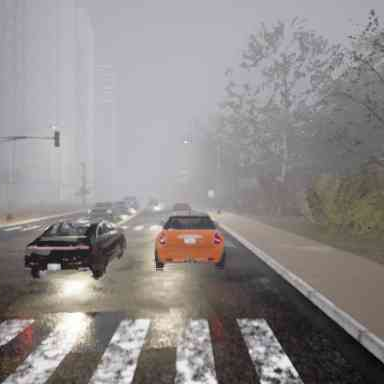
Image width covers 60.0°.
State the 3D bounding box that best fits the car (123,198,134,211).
[{"bbox_3d":[-8.210,1.793,38.497,1.837,1.490,4.892,0,0,-5],"label":"car"}]

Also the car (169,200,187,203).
[{"bbox_3d":[-1.104,1.723,32.995,1.882,1.535,5.008,0,0,-4],"label":"car"}]

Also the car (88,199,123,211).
[{"bbox_3d":[-7.529,1.571,28.567,2.097,1.767,4.553,0,0,-4],"label":"car"}]

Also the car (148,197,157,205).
[{"bbox_3d":[-8.424,1.810,70.389,1.882,1.535,5.008,0,0,-8],"label":"car"}]

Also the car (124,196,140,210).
[{"bbox_3d":[-9.044,1.580,48.830,2.150,2.045,5.566,0,0,-5],"label":"car"}]

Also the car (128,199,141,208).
[{"bbox_3d":[-10.214,1.976,59.223,2.033,1.411,5.357,0,0,-7],"label":"car"}]

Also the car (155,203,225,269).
[{"bbox_3d":[-0.106,1.443,11.691,2.097,1.767,4.553,0,0,-1],"label":"car"}]

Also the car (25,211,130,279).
[{"bbox_3d":[-3.318,1.574,10.311,2.128,1.511,4.902,0,0,-1],"label":"car"}]

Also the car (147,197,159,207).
[{"bbox_3d":[-7.036,1.908,60.019,1.882,1.535,5.008,0,0,-7],"label":"car"}]

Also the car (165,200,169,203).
[{"bbox_3d":[-3.936,2.038,61.399,1.895,1.301,4.718,0,0,-7],"label":"car"}]
